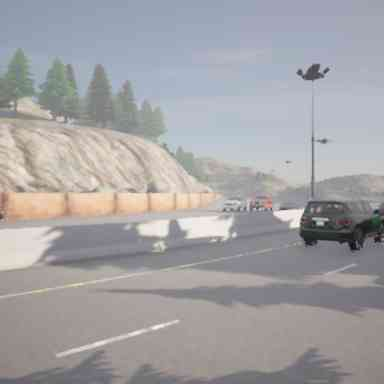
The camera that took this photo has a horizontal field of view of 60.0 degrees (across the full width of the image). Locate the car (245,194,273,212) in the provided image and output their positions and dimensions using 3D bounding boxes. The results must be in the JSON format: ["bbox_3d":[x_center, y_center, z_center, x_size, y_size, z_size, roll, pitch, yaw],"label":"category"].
[{"bbox_3d":[8.923,1.323,42.461,2.150,2.045,5.566,0,0,24],"label":"car"}]

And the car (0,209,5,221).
[{"bbox_3d":[-15.725,1.682,22.999,4.902,1.511,2.128,0,0,-37],"label":"car"}]

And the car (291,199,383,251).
[{"bbox_3d":[6.835,1.319,14.862,2.150,2.045,5.566,0,0,44],"label":"car"}]

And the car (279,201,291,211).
[{"bbox_3d":[12.068,1.823,40.929,2.033,1.411,5.357,0,0,25],"label":"car"}]

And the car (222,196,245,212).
[{"bbox_3d":[5.738,1.524,43.909,2.150,2.045,5.566,0,0,24],"label":"car"}]
